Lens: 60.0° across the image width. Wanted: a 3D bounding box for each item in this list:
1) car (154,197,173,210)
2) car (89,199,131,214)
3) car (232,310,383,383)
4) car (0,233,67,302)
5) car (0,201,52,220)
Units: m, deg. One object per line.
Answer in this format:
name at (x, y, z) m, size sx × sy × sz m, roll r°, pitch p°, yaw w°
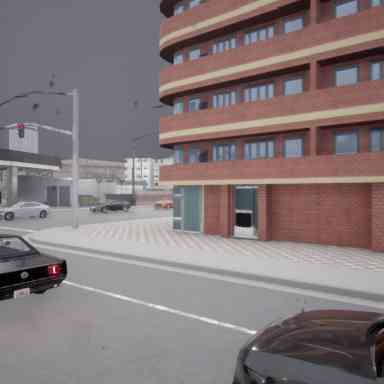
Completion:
car at (-3.052, 1.392, 44.209) m, size 2.097 × 1.767 × 4.553 m, roll 0°, pitch 0°, yaw 35°
car at (-8.776, 1.510, 35.908) m, size 2.128 × 1.511 × 4.902 m, roll 0°, pitch 0°, yaw 35°
car at (2.600, 1.514, 2.141) m, size 4.892 × 1.490 × 1.837 m, roll 0°, pitch 0°, yaw 35°
car at (-4.982, 1.599, 7.530) m, size 4.718 × 1.301 × 1.895 m, roll 0°, pitch 0°, yaw 36°
car at (-14.193, 1.523, 27.981) m, size 1.812 × 1.442 × 4.674 m, roll 0°, pitch 0°, yaw 34°
